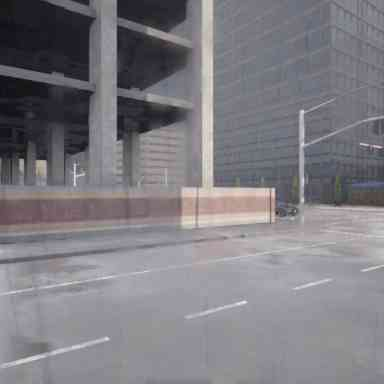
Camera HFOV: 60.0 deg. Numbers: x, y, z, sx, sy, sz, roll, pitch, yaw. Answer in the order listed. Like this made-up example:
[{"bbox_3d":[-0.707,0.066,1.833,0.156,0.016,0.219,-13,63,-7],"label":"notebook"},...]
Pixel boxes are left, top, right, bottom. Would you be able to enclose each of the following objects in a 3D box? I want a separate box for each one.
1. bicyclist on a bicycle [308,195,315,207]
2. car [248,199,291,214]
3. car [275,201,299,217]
[{"bbox_3d":[16.586,1.301,46.203,1.656,1.620,0.582,0,0,-36],"label":"bicyclist on a bicycle"},{"bbox_3d":[8.517,1.526,36.916,1.812,1.442,4.674,0,0,-36],"label":"car"},{"bbox_3d":[8.109,1.564,31.516,1.994,1.385,4.181,0,0,-36],"label":"car"}]
